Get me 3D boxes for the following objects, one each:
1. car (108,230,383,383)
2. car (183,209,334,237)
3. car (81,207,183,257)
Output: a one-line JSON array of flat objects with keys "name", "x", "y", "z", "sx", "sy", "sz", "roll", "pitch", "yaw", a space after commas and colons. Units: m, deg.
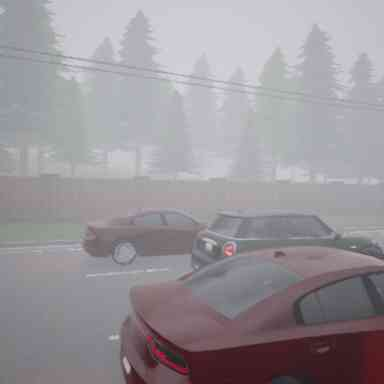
[{"name": "car", "x": 1.712, "y": 1.415, "z": 3.951, "sx": 5.008, "sy": 1.535, "sz": 1.882, "roll": 1, "pitch": 1, "yaw": -22}, {"name": "car", "x": 2.336, "y": 1.216, "z": 7.955, "sx": 4.553, "sy": 1.767, "sz": 2.097, "roll": 1, "pitch": 1, "yaw": -22}, {"name": "car", "x": -0.837, "y": 1.235, "z": 10.467, "sx": 5.008, "sy": 1.535, "sz": 1.882, "roll": 0, "pitch": 1, "yaw": -22}]
